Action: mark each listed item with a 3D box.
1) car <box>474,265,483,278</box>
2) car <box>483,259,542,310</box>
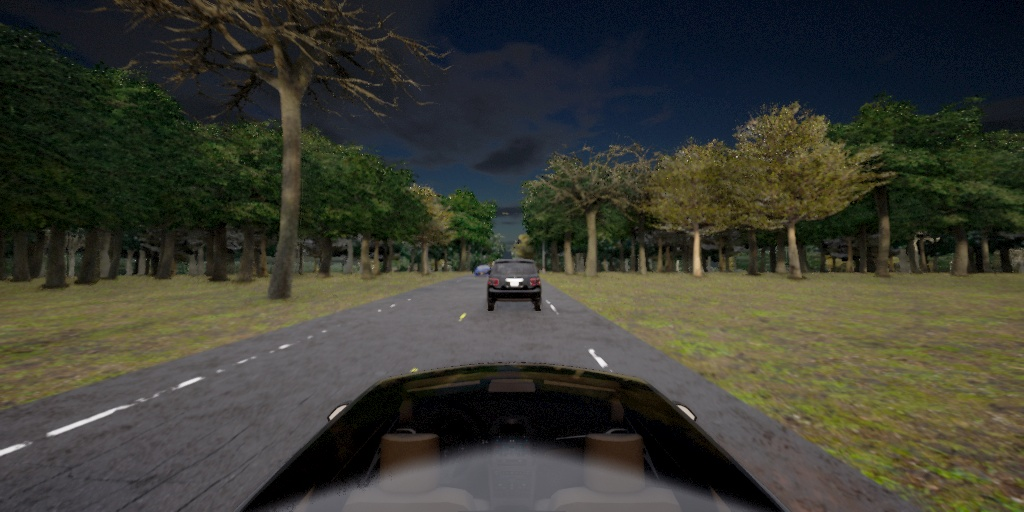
[{"bbox_3d":[-3.606,1.895,45.305,1.882,1.535,5.008,0,-1,0],"label":"car"},{"bbox_3d":[0.090,1.173,15.952,2.150,2.045,5.566,0,-1,0],"label":"car"}]
